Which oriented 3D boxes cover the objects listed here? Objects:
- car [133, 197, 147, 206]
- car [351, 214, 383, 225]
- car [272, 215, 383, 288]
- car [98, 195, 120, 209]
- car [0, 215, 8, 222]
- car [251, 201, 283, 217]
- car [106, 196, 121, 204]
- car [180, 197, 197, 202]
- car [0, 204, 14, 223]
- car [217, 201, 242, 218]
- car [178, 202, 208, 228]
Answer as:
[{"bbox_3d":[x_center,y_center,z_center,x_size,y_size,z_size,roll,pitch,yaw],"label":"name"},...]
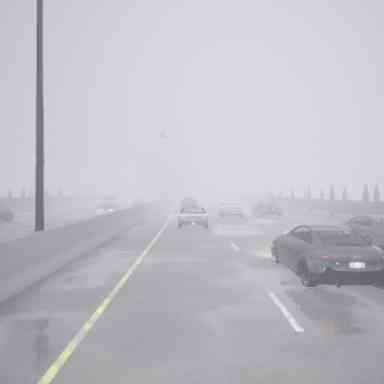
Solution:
[{"bbox_3d":[-7.862,1.528,50.838,1.812,1.442,4.674,0,0,-1],"label":"car"},{"bbox_3d":[7.102,1.564,13.022,1.994,1.385,4.181,0,0,0],"label":"car"},{"bbox_3d":[3.602,1.564,9.257,1.994,1.385,4.181,0,0,0],"label":"car"},{"bbox_3d":[-11.212,1.354,45.047,2.097,1.767,4.553,0,0,-1],"label":"car"},{"bbox_3d":[-7.099,1.548,8.159,2.033,1.411,5.357,0,0,0],"label":"car"},{"bbox_3d":[6.869,1.548,30.794,2.033,1.411,5.357,0,0,-1],"label":"car"},{"bbox_3d":[-15.193,1.492,64.326,1.837,1.490,4.892,0,0,-1],"label":"car"},{"bbox_3d":[-0.408,1.354,40.642,2.097,1.767,4.553,0,0,-2],"label":"car"},{"bbox_3d":[-14.176,1.527,23.123,1.812,1.442,4.674,0,0,-1],"label":"car"},{"bbox_3d":[3.364,1.527,30.108,1.812,1.442,4.674,0,0,-2],"label":"car"},{"bbox_3d":[0.039,1.602,22.187,1.895,1.301,4.718,0,0,-1],"label":"car"}]
